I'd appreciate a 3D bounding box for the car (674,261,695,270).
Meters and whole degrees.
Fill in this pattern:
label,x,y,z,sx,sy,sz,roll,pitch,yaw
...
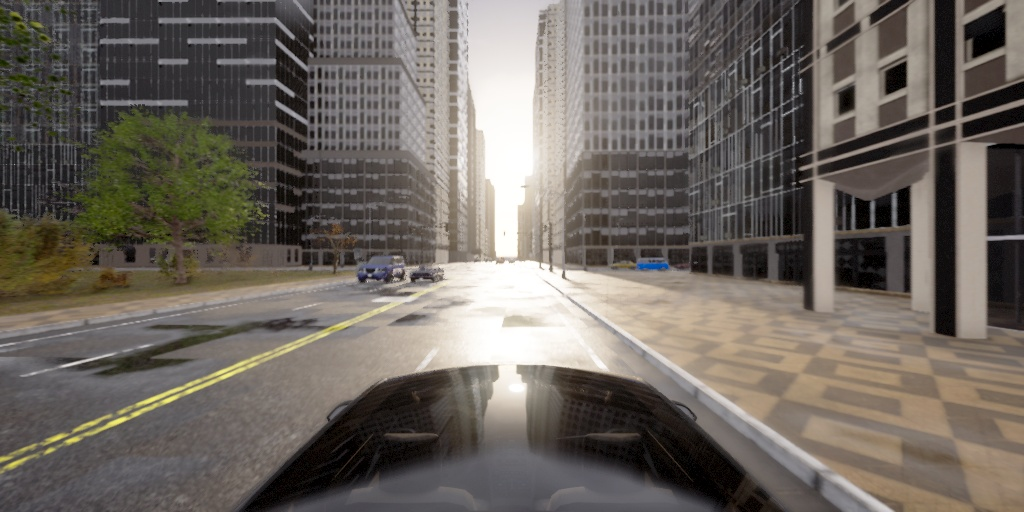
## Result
label,x,y,z,sx,sy,sz,roll,pitch,yaw
car,26.925,1.436,54.541,4.207,1.307,1.802,0,0,2

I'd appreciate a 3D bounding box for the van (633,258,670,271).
label,x,y,z,sx,sy,sz,roll,pitch,yaw
van,18.361,1.182,46.855,3.998,1.789,1.690,0,0,2

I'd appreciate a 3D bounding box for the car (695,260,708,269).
label,x,y,z,sx,sy,sz,roll,pitch,yaw
car,26.639,1.285,46.666,4.097,1.591,1.967,0,0,2

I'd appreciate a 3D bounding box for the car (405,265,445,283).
label,x,y,z,sx,sy,sz,roll,pitch,yaw
car,-6.584,1.376,28.229,1.895,1.301,4.718,0,0,0

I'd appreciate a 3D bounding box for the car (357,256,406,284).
label,x,y,z,sx,sy,sz,roll,pitch,yaw
car,-9.836,0.996,27.576,2.150,2.045,5.566,0,0,0

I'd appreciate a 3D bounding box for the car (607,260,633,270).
label,x,y,z,sx,sy,sz,roll,pitch,yaw
car,17.091,1.374,55.027,4.829,1.417,1.751,0,0,2
